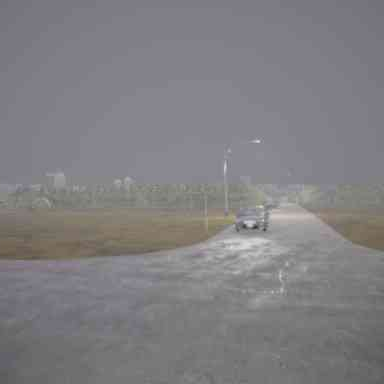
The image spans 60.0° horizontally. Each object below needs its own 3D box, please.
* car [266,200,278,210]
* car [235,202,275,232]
[{"bbox_3d":[11.545,1.859,48.636,1.994,1.385,4.181,-2,-1,15],"label":"car"},{"bbox_3d":[3.879,1.629,21.002,2.128,1.511,4.902,-2,-1,15],"label":"car"}]
